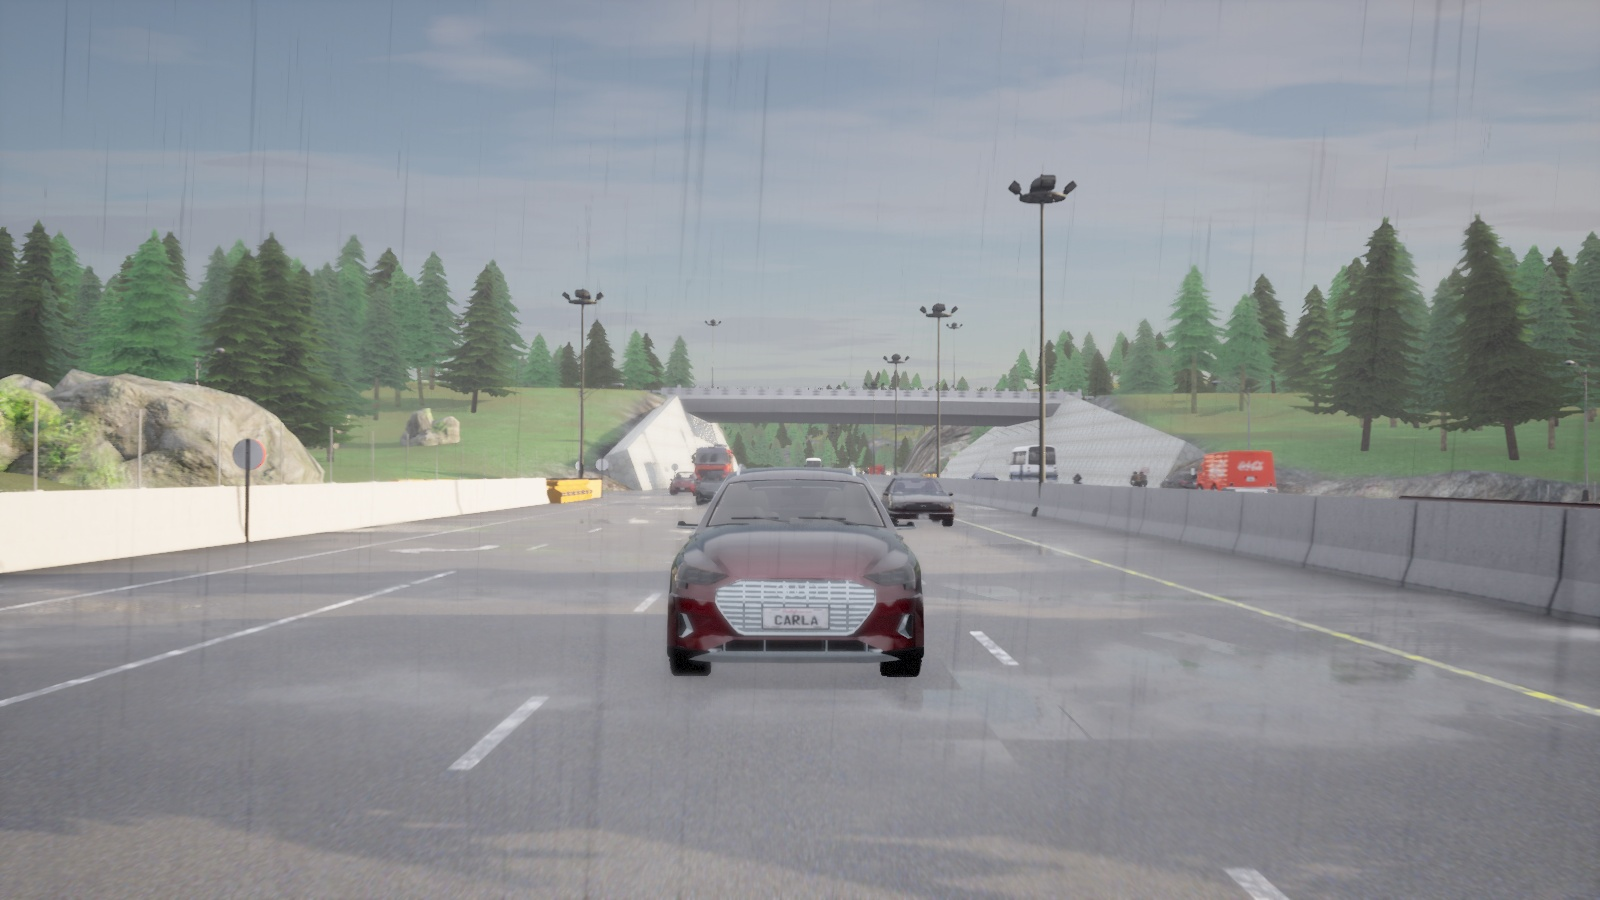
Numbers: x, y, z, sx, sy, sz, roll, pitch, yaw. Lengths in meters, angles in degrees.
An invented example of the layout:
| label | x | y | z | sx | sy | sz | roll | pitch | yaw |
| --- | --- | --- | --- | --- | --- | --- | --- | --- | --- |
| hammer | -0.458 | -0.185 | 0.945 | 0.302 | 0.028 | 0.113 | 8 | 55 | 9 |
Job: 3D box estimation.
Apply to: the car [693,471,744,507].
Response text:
| label | x | y | z | sx | sy | sz | roll | pitch | yaw |
| --- | --- | --- | --- | --- | --- | --- | --- | --- | --- |
| car | -3.638 | 1.726 | 56.755 | 2.007 | 1.525 | 4.514 | 0 | -1 | 0 |

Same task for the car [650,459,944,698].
| label | x | y | z | sx | sy | sz | roll | pitch | yaw |
| --- | --- | --- | --- | --- | --- | --- | --- | --- | --- |
| car | -0.027 | 0.931 | 11.146 | 2.033 | 1.649 | 4.856 | 0 | -1 | 0 |

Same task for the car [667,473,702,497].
| label | x | y | z | sx | sy | sz | roll | pitch | yaw |
| --- | --- | --- | --- | --- | --- | --- | --- | --- | --- |
| car | -7.190 | 2.172 | 78.536 | 1.845 | 1.501 | 3.633 | 0 | -1 | 0 |

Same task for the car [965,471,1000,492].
| label | x | y | z | sx | sy | sz | roll | pitch | yaw |
| --- | --- | --- | --- | --- | --- | --- | --- | --- | --- |
| car | 13.770 | 2.327 | 95.006 | 1.882 | 1.535 | 5.008 | 0 | -1 | 0 |

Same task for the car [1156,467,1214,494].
| label | x | y | z | sx | sy | sz | roll | pitch | yaw |
| --- | --- | --- | --- | --- | --- | --- | --- | --- | --- |
| car | 24.307 | 1.892 | 79.416 | 2.242 | 1.667 | 4.611 | 0 | -1 | 0 |

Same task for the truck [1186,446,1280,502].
| label | x | y | z | sx | sy | sz | roll | pitch | yaw |
| --- | --- | --- | --- | --- | --- | --- | --- | --- | --- |
| truck | 20.867 | 1.227 | 60.829 | 2.627 | 2.467 | 5.204 | 0 | -4 | -1 |

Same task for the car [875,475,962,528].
| label | x | y | z | sx | sy | sz | roll | pitch | yaw |
| --- | --- | --- | --- | --- | --- | --- | --- | --- | --- |
| car | 3.410 | 1.469 | 37.070 | 2.033 | 1.411 | 5.357 | 0 | -1 | 0 |
